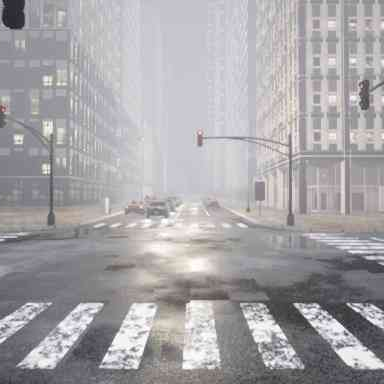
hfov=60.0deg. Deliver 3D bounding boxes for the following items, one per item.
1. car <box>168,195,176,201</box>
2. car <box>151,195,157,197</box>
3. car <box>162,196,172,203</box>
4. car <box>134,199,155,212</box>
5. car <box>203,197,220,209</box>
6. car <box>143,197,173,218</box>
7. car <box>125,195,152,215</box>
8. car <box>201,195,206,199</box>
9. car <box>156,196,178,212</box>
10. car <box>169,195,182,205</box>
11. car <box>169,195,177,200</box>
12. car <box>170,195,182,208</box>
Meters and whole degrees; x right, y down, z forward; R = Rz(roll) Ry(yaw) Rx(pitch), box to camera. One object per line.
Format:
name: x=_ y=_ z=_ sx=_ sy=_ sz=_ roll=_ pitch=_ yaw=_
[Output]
car: x=-5.395 y=1.584 z=89.477 sx=2.008 sy=1.369 sz=4.403 roll=1 pitch=0 yaw=0
car: x=-5.530 y=1.331 z=44.876 sx=2.192 sy=1.841 sz=5.009 roll=1 pitch=0 yaw=0
car: x=-5.447 y=1.571 z=72.752 sx=1.887 sy=1.381 sz=4.507 roll=1 pitch=0 yaw=0
car: x=-5.554 y=1.595 z=39.301 sx=1.802 sy=1.307 sz=4.206 roll=1 pitch=0 yaw=0
car: x=2.844 y=1.598 z=44.912 sx=1.802 sy=1.307 sz=4.206 roll=1 pitch=0 yaw=0
car: x=-3.004 y=1.515 z=30.266 sx=1.837 sy=1.490 sz=4.892 roll=0 pitch=0 yaw=0
car: x=-5.568 y=1.452 z=33.726 sx=1.967 sy=1.590 sz=4.097 roll=1 pitch=0 yaw=0
car: x=2.882 y=1.545 z=56.237 sx=1.752 sy=1.417 sz=4.829 roll=1 pitch=0 yaw=0
car: x=-2.974 y=1.518 z=39.682 sx=1.837 sy=1.490 sz=4.892 roll=0 pitch=0 yaw=0
car: x=-2.873 y=1.372 z=58.390 sx=2.097 sy=1.767 sz=4.553 roll=0 pitch=0 yaw=1
car: x=-5.378 y=1.601 z=95.052 sx=1.947 sy=1.339 sz=4.313 roll=1 pitch=0 yaw=0
car: x=-2.941 y=1.369 z=48.737 sx=2.097 sy=1.767 sz=4.553 roll=0 pitch=0 yaw=0
